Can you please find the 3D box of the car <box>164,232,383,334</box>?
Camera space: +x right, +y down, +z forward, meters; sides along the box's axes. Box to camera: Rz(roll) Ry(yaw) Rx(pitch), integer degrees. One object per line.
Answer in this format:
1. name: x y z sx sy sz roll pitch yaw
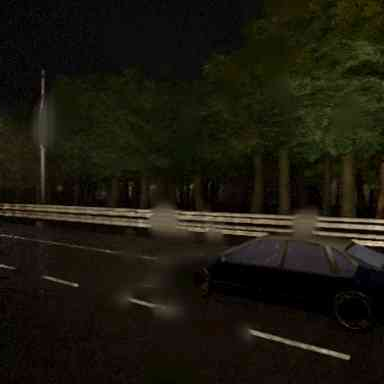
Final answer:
1. car: 1.978 1.548 6.758 5.357 1.411 2.033 0 0 36
